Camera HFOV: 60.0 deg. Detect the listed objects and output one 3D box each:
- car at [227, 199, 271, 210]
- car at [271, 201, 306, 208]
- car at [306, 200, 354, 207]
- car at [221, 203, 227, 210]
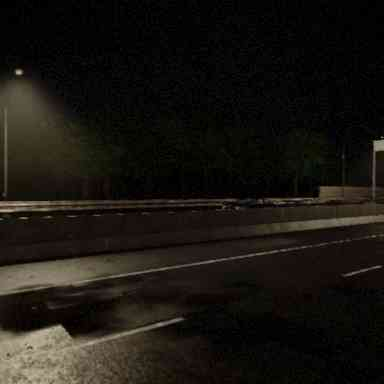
[{"bbox_3d":[6.463,1.506,34.324,4.902,1.511,2.128,0,0,-35],"label":"car"},{"bbox_3d":[10.168,1.580,32.644,4.181,1.385,1.994,0,0,-35],"label":"car"},{"bbox_3d":[13.029,1.495,30.369,5.008,1.535,1.882,0,0,-35],"label":"car"},{"bbox_3d":[5.503,1.507,37.900,4.902,1.511,2.128,0,0,-34],"label":"car"}]
